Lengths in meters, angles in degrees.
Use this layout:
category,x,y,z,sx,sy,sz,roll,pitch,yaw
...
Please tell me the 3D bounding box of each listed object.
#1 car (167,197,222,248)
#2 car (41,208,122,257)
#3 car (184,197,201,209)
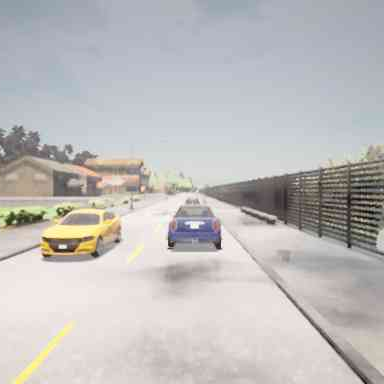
category,x,y,z,sx,sy,sz,roll,pitch,yaw
car,0.098,1.281,14.451,2.097,1.767,4.553,0,0,0
car,-4.003,1.415,12.801,1.882,1.535,5.008,0,0,0
car,0.079,1.360,42.289,1.994,1.385,4.181,0,0,0
